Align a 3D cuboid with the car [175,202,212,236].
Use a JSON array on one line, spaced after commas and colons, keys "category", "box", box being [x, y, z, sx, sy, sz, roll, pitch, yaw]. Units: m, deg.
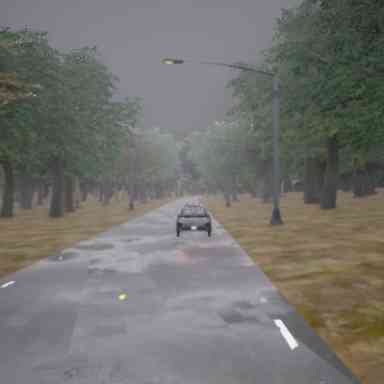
[{"category": "car", "box": [0.092, 1.534, 18.637, 2.128, 1.511, 4.902, 0, 0, 0]}]
